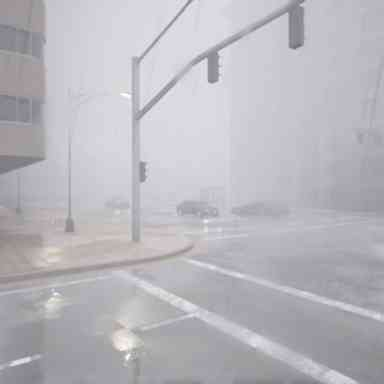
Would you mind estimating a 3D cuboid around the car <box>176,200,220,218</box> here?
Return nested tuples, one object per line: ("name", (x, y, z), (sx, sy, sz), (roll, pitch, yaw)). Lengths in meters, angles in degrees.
("car", (0.459, 1.459, 29.577), (1.837, 1.490, 4.892), (0, 0, -36))

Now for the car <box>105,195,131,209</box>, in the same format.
("car", (-9.750, 1.307, 43.654), (2.097, 1.767, 4.553), (0, 0, -36))

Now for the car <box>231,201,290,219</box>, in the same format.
("car", (5.754, 1.492, 28.600), (2.033, 1.411, 5.357), (0, 0, -36))
